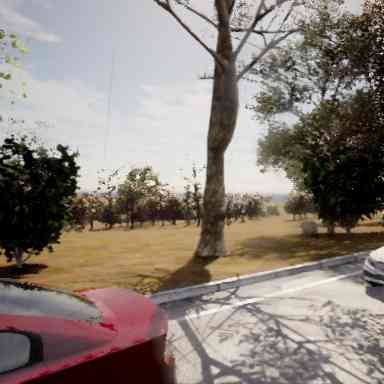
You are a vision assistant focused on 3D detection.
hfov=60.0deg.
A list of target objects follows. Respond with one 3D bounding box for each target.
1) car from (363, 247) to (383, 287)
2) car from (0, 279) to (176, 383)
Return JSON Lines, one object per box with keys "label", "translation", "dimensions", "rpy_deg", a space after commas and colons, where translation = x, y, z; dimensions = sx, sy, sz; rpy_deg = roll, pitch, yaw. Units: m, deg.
{"label": "car", "translation": [6.146, 1.544, 8.249], "dimensions": [4.674, 1.442, 1.812], "rpy_deg": [0, 0, -35]}
{"label": "car", "translation": [-2.483, 1.475, 2.221], "dimensions": [5.008, 1.535, 1.882], "rpy_deg": [0, 0, -35]}
